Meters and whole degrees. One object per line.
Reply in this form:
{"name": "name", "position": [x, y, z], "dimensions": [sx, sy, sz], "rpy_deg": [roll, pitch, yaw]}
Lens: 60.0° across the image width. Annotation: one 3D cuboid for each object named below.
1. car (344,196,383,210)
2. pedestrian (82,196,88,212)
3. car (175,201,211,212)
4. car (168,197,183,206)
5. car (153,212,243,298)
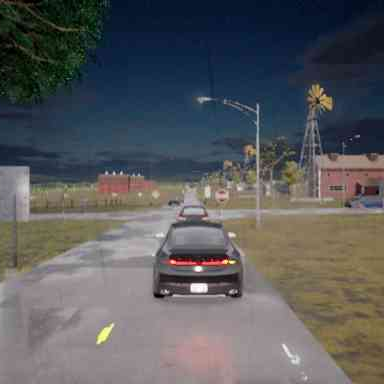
{"name": "car", "position": [18.179, 1.093, 34.602], "dimensions": [4.181, 1.385, 1.994], "rpy_deg": [-1, 1, 0]}
{"name": "pedestrian", "position": [-12.137, 1.378, 37.799], "dimensions": [0.375, 1.860, 0.375], "rpy_deg": [0, 2, 0]}
{"name": "car", "position": [0.104, 1.478, 18.795], "dimensions": [1.812, 1.442, 4.674], "rpy_deg": [0, 0, 0]}
{"name": "car", "position": [-2.807, 1.577, 52.494], "dimensions": [1.895, 1.301, 4.718], "rpy_deg": [0, 0, 0]}
{"name": "car", "position": [0.107, 1.477, 8.419], "dimensions": [1.837, 1.490, 4.892], "rpy_deg": [0, 0, -1]}
